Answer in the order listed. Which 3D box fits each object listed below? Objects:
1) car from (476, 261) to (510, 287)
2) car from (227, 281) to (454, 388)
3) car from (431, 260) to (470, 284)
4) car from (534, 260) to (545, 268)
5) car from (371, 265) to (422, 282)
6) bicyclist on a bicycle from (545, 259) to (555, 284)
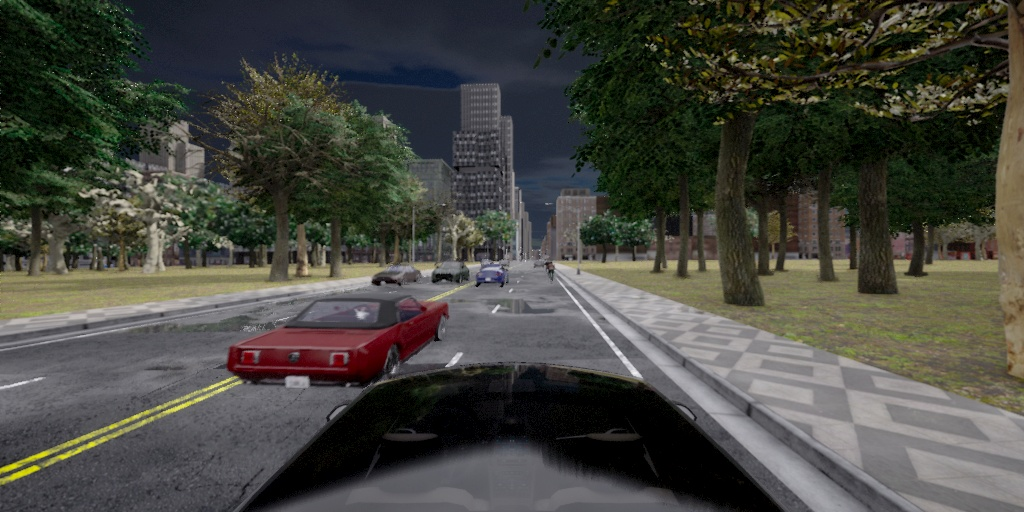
[{"bbox_3d":[-1.299,1.302,24.708,1.812,1.442,4.674,0,0,4],"label":"car"},{"bbox_3d":[-2.625,1.356,6.888,1.895,1.301,4.718,0,0,4],"label":"car"},{"bbox_3d":[-4.577,1.134,27.160,2.097,1.767,4.553,0,0,4],"label":"car"},{"bbox_3d":[4.892,1.383,64.109,2.128,1.511,4.902,0,0,4],"label":"car"},{"bbox_3d":[-7.969,1.327,25.359,2.033,1.411,5.357,0,0,4],"label":"car"},{"bbox_3d":[2.848,1.231,25.958,0.582,1.620,1.656,0,0,4],"label":"bicyclist on a bicycle"}]
